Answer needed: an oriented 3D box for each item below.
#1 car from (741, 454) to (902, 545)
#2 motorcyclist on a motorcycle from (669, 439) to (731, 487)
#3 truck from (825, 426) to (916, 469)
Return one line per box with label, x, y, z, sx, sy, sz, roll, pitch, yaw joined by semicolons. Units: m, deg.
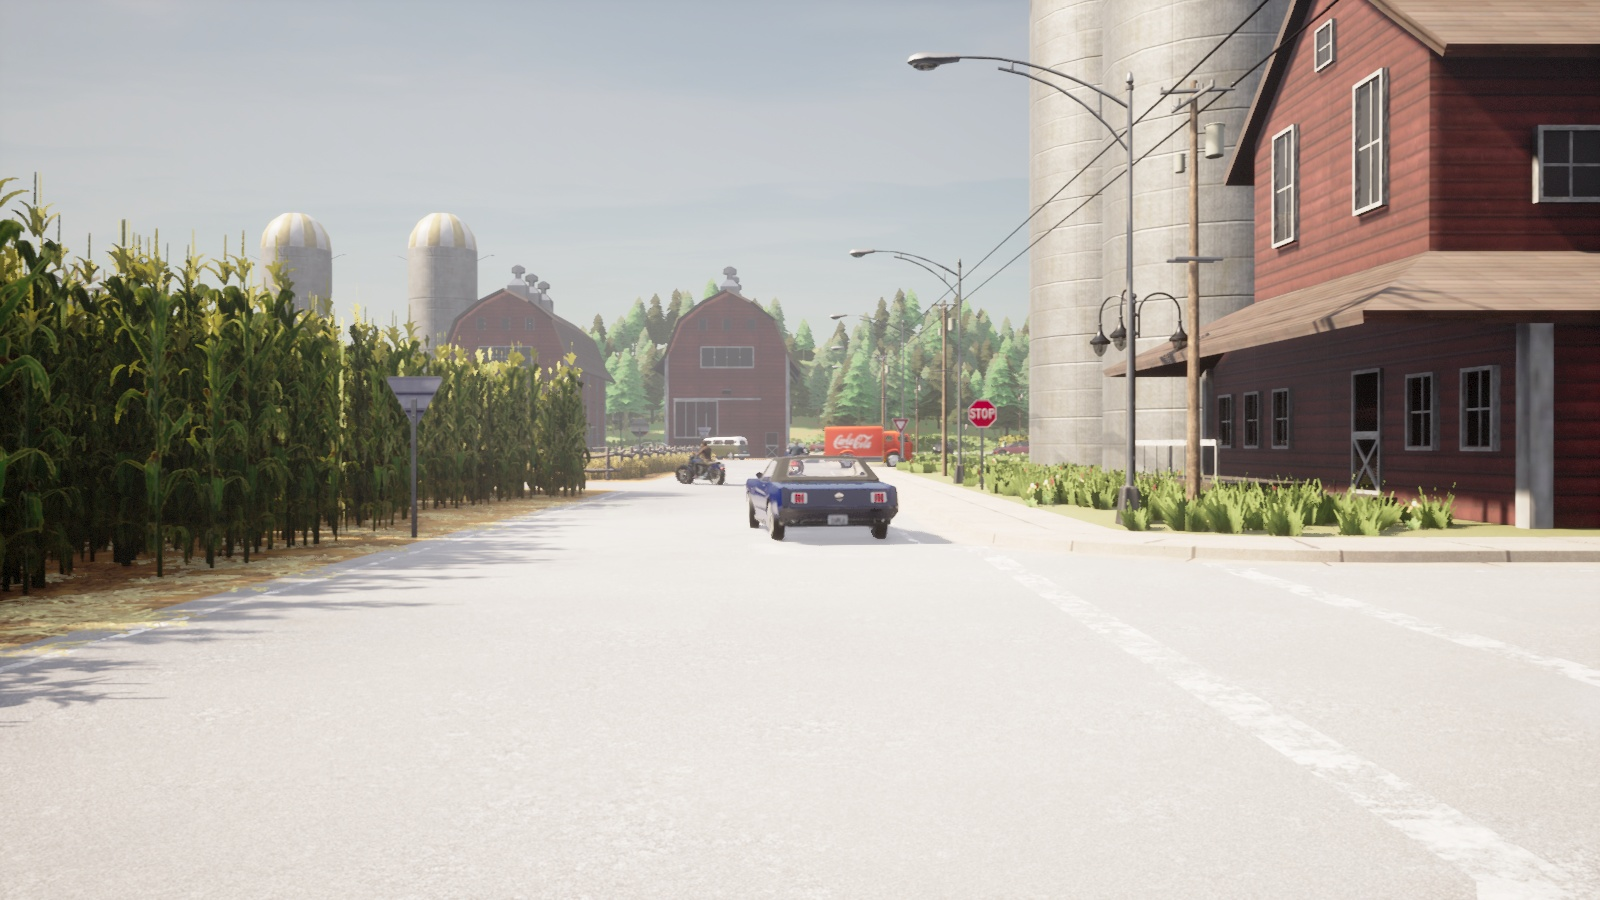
car;0.216;0.734;20.909;1.895;1.301;4.718;0;0;-9
motorcyclist on a motorcycle;-3.558;0.452;44.613;2.350;1.649;0.766;0;2;42
truck;4.113;-0.134;73.395;5.204;2.467;2.627;0;0;4
